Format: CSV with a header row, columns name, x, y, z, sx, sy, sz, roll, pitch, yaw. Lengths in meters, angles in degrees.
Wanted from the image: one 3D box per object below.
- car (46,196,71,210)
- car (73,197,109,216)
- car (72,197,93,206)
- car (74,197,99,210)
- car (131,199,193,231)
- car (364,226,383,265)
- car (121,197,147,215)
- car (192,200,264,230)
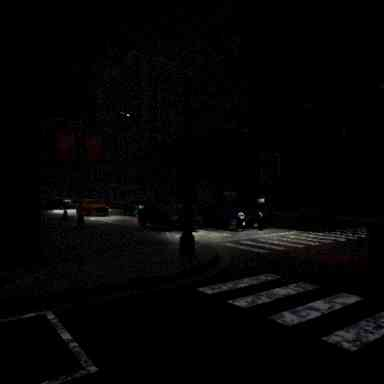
name,x,y,z,sx,sy,sz,roll,pitch,yaw
car,-17.458,1.537,42.991,1.895,1.301,4.718,0,0,-35
car,-9.638,1.434,32.059,1.882,1.535,5.008,0,0,-36
car,-18.315,1.511,55.582,1.895,1.301,4.718,0,0,-36
car,-13.865,1.460,43.555,1.812,1.442,4.674,0,0,-36
car,-1.703,1.454,21.037,1.882,1.535,5.008,0,0,-36
car,7.183,1.491,8.697,2.128,1.511,4.902,0,0,-36
car,-4.882,1.308,31.013,2.097,1.767,4.553,0,0,-36
car,2.372,1.328,20.938,2.097,1.767,4.553,0,0,-36
